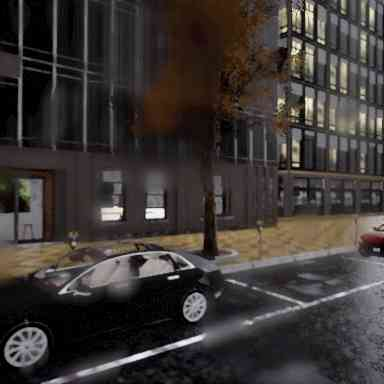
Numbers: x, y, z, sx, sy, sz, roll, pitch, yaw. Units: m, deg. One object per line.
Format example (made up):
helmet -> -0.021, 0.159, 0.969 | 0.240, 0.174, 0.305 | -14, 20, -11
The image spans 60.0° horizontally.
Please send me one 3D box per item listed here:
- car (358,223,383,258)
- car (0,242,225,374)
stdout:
car -> 7.852, 1.662, 12.159 | 4.507, 1.381, 1.887 | 1, 0, -35
car -> -1.430, 1.569, 5.540 | 4.403, 1.369, 2.008 | 1, 0, -35
